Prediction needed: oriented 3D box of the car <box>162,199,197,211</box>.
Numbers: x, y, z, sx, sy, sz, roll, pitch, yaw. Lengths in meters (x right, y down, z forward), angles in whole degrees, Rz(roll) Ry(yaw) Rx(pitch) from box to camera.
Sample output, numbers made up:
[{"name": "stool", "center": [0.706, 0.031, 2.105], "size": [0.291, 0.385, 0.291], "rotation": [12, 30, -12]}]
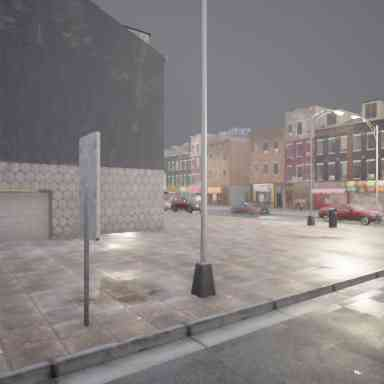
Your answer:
[{"name": "car", "center": [-1.695, 1.676, 43.295], "size": [2.033, 1.411, 5.357], "rotation": [0, 0, -35]}]

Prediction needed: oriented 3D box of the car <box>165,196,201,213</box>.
[{"name": "car", "center": [-0.477, 1.413, 37.201], "size": [2.192, 1.841, 5.009], "rotation": [0, 0, -36]}]

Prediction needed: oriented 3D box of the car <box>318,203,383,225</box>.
[{"name": "car", "center": [11.664, 1.572, 24.566], "size": [1.812, 1.442, 4.674], "rotation": [0, 0, -36]}]

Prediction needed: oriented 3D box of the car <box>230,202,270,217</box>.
[{"name": "car", "center": [5.685, 1.645, 32.952], "size": [1.994, 1.385, 4.181], "rotation": [0, 0, -35]}]
